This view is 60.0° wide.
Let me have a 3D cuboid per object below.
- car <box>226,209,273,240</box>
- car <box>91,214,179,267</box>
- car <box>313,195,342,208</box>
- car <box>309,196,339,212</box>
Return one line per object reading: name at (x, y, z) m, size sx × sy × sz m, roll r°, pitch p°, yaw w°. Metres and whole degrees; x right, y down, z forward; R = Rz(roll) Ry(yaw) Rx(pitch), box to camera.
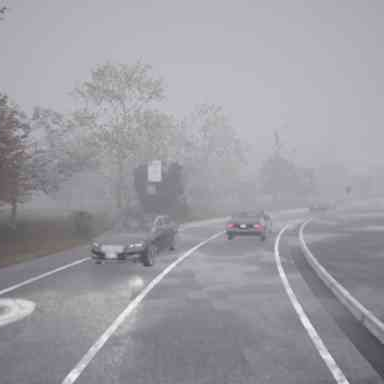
car at (3.106, 1.601, 17.436) m, size 2.033 × 1.411 × 5.357 m, roll -1°, pitch -1°, yaw 18°
car at (-1.803, 1.563, 11.888) m, size 2.128 × 1.511 × 4.902 m, roll -1°, pitch -1°, yaw 12°
car at (20.022, 1.384, 49.149) m, size 2.128 × 1.511 × 4.902 m, roll -5°, pitch -1°, yaw 45°
car at (15.271, 1.537, 38.813) m, size 1.994 × 1.385 × 4.181 m, roll -4°, pitch -2°, yaw 40°
